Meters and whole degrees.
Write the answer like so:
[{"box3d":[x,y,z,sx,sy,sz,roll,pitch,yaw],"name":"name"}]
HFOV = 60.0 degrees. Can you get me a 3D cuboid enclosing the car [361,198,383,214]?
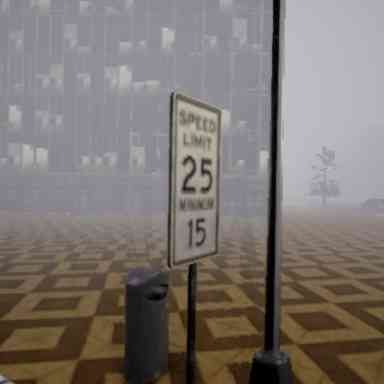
[{"box3d":[18.513,1.344,33.066,1.812,1.442,4.674,1,1,4],"name":"car"}]
